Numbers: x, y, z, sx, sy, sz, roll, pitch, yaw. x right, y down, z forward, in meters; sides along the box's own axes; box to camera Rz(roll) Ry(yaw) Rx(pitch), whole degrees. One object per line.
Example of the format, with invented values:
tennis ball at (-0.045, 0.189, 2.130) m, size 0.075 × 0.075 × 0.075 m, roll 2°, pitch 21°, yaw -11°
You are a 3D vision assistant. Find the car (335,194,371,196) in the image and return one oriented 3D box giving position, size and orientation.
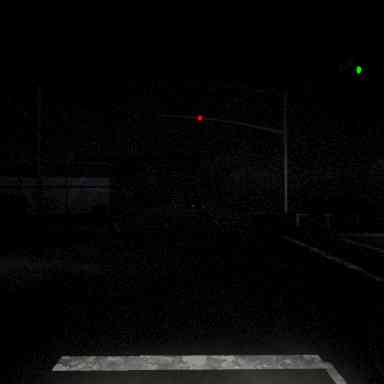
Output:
car at (20.629, 1.320, 43.237) m, size 3.633 × 1.501 × 1.845 m, roll 0°, pitch 0°, yaw 0°

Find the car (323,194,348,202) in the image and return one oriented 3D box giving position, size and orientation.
car at (31.281, 1.298, 72.669) m, size 4.514 × 1.523 × 2.007 m, roll 0°, pitch 0°, yaw 0°

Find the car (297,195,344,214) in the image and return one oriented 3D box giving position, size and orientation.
car at (13.001, 1.330, 31.361) m, size 5.027 × 1.636 × 2.152 m, roll 0°, pitch 0°, yaw 0°

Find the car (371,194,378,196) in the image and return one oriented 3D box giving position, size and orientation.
car at (38.344, 1.232, 69.034) m, size 3.806 × 1.475 × 1.970 m, roll 0°, pitch 0°, yaw 0°

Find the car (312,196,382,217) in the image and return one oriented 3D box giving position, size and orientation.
car at (13.066, 1.340, 28.225) m, size 4.514 × 1.523 × 2.007 m, roll 0°, pitch 0°, yaw 0°

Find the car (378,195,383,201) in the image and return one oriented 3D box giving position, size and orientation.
car at (38.692, 1.154, 62.617) m, size 5.027 × 1.636 × 2.152 m, roll 0°, pitch 0°, yaw 0°

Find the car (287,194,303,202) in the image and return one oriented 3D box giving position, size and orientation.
car at (21.296, 1.097, 65.689) m, size 4.605 × 1.855 × 1.932 m, roll 0°, pitch 0°, yaw 0°

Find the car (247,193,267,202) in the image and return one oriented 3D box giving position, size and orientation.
car at (13.416, 1.077, 68.945) m, size 3.866 × 1.878 × 1.905 m, roll 0°, pitch 0°, yaw 0°

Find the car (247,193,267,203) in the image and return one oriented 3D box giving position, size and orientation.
car at (12.817, 1.361, 65.618) m, size 3.806 × 1.475 × 1.970 m, roll 0°, pitch 0°, yaw 0°

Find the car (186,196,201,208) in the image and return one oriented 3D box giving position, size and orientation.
car at (0.195, 1.505, 46.771) m, size 1.837 × 1.490 × 4.892 m, roll 0°, pitch 0°, yaw 0°

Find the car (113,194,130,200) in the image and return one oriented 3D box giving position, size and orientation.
car at (-19.447, 1.333, 91.533) m, size 4.674 × 1.442 × 1.812 m, roll 0°, pitch 0°, yaw 0°

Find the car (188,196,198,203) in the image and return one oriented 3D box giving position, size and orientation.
car at (0.239, 1.547, 69.640) m, size 2.033 × 1.411 × 5.357 m, roll 0°, pitch 0°, yaw 0°

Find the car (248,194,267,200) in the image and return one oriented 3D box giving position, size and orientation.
car at (18.088, 1.334, 91.576) m, size 4.902 × 1.511 × 2.128 m, roll 0°, pitch 0°, yaw 0°
